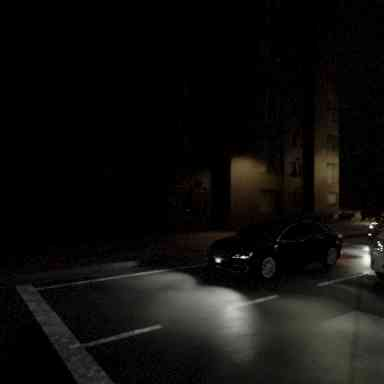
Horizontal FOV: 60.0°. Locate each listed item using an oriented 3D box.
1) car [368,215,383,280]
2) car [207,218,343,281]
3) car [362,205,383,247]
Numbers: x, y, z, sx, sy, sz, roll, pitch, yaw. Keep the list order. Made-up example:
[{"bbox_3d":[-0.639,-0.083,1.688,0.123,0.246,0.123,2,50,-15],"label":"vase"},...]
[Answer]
[{"bbox_3d":[7.120,1.327,9.038,5.566,2.045,2.150,1,0,-35],"label":"car"},{"bbox_3d":[2.672,1.582,10.182,4.892,1.490,1.837,1,0,-35],"label":"car"},{"bbox_3d":[10.179,1.518,15.479,4.553,1.767,2.097,1,0,-35],"label":"car"}]
